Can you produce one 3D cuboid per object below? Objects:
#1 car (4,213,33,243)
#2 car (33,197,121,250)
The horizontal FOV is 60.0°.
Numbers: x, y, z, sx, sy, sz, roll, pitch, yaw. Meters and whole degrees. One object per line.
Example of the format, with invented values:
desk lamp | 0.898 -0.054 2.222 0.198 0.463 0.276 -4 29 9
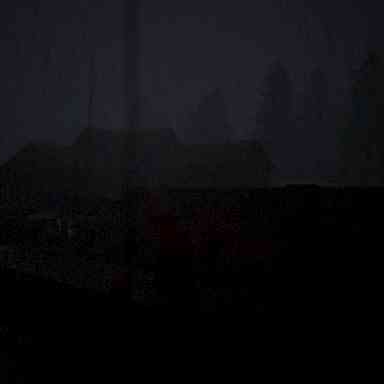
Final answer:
car | -5.980 1.174 14.849 1.905 1.878 3.866 0 0 35
car | -3.707 1.173 13.707 1.932 1.855 4.605 0 0 35
